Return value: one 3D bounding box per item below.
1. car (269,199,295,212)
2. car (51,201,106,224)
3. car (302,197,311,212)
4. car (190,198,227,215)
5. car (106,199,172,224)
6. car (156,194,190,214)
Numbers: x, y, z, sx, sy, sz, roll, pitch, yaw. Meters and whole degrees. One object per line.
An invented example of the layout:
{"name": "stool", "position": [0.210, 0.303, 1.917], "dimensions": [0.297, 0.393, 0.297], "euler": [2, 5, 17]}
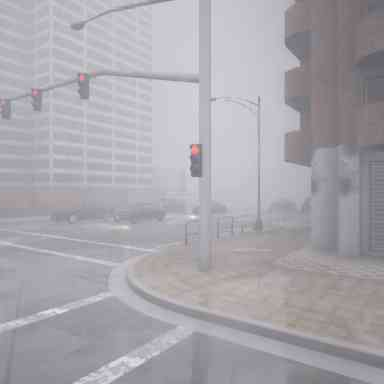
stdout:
{"name": "car", "position": [10.789, 1.526, 39.600], "dimensions": [1.812, 1.442, 4.674], "euler": [0, 0, 35]}
{"name": "car", "position": [-8.176, 1.478, 25.230], "dimensions": [1.882, 1.535, 5.008], "euler": [0, 0, 35]}
{"name": "car", "position": [14.466, 1.352, 38.722], "dimensions": [2.097, 1.767, 4.553], "euler": [0, 0, 35]}
{"name": "car", "position": [1.821, 1.564, 33.271], "dimensions": [1.994, 1.385, 4.181], "euler": [0, 0, 36]}
{"name": "car", "position": [-3.875, 1.526, 25.218], "dimensions": [1.812, 1.442, 4.674], "euler": [0, 0, 35]}
{"name": "car", "position": [-2.601, 1.352, 33.099], "dimensions": [2.097, 1.767, 4.553], "euler": [0, 0, 35]}
